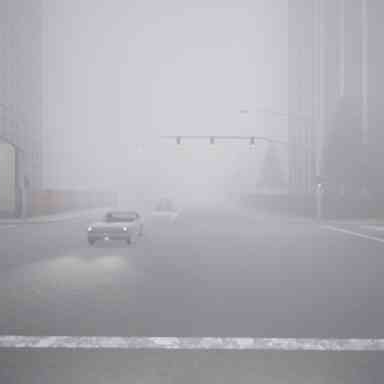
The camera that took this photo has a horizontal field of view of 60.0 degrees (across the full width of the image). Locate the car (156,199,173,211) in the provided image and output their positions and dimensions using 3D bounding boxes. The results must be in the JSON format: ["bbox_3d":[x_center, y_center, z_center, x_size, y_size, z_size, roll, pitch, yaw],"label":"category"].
[{"bbox_3d":[-3.426,1.597,42.094,2.128,1.511,4.902,0,0,0],"label":"car"}]

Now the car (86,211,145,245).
[{"bbox_3d":[-3.471,1.613,15.795,1.895,1.301,4.718,0,0,0],"label":"car"}]
